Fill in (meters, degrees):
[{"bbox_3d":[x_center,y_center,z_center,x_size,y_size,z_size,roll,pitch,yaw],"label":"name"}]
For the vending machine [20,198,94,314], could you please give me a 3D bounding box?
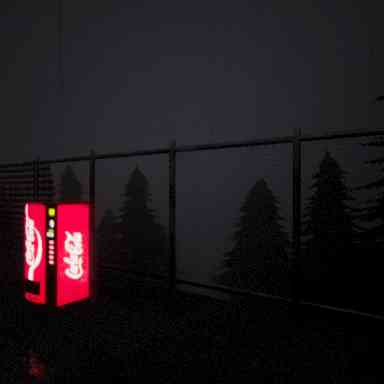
[{"bbox_3d":[-2.748,1.194,6.806,0.880,2.100,1.100,0,0,35],"label":"vending machine"}]
